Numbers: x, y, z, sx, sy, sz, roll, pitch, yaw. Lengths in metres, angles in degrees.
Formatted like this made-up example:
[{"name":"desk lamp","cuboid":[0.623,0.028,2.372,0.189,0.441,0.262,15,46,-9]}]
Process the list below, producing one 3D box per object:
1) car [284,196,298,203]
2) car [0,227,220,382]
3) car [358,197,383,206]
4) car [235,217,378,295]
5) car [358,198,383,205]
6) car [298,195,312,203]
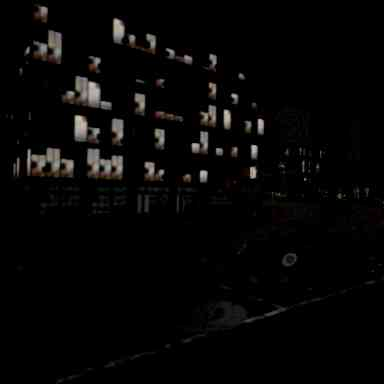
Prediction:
[{"name":"car","cuboid":[22.558,1.671,75.164,1.967,1.590,4.097,1,-1,-35]},{"name":"car","cuboid":[-1.574,1.440,5.387,4.097,1.590,1.967,0,1,-35]},{"name":"car","cuboid":[28.161,1.451,52.034,1.967,1.590,4.097,1,-1,-35]},{"name":"car","cuboid":[3.028,1.439,8.660,4.097,1.590,1.967,0,1,-35]},{"name":"car","cuboid":[32.745,1.729,60.584,1.802,1.307,4.206,1,-1,-35]},{"name":"car","cuboid":[25.746,1.520,70.620,2.192,1.841,5.009,1,-1,-35]}]
